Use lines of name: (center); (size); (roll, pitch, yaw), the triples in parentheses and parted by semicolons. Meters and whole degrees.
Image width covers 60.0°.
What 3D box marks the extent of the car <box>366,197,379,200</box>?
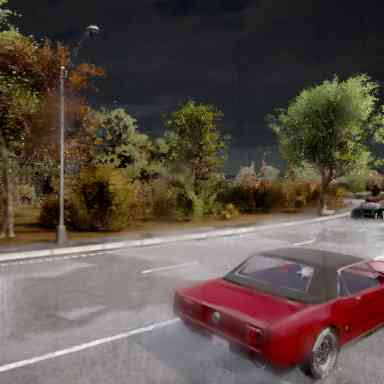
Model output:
car: (34.449, 1.630, 63.348); (1.895, 1.301, 4.718); (0, 0, 20)

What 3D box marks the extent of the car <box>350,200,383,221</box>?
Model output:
car: (14.936, 1.635, 28.180); (1.895, 1.301, 4.718); (0, 0, 39)

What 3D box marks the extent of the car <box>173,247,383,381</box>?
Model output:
car: (2.110, 1.613, 5.524); (4.718, 1.301, 1.895); (0, 0, -38)
